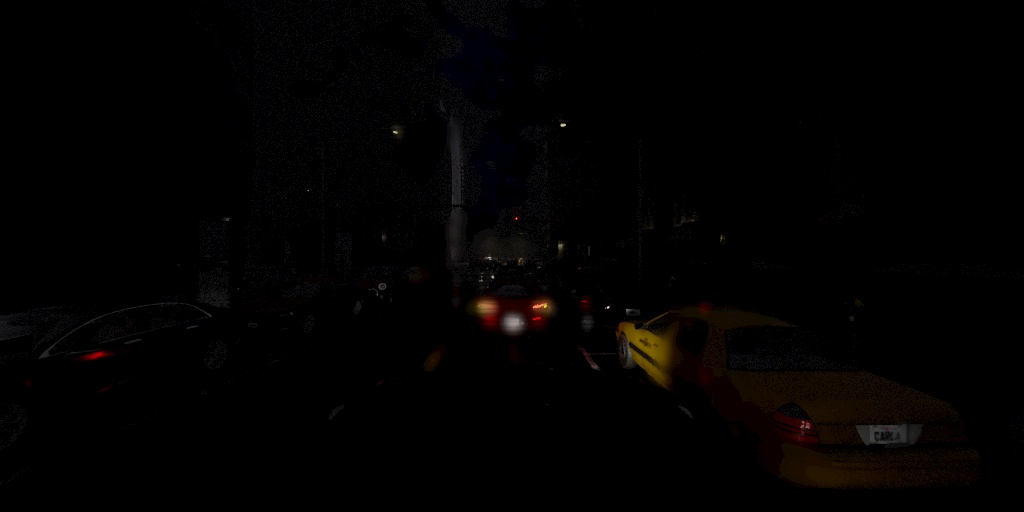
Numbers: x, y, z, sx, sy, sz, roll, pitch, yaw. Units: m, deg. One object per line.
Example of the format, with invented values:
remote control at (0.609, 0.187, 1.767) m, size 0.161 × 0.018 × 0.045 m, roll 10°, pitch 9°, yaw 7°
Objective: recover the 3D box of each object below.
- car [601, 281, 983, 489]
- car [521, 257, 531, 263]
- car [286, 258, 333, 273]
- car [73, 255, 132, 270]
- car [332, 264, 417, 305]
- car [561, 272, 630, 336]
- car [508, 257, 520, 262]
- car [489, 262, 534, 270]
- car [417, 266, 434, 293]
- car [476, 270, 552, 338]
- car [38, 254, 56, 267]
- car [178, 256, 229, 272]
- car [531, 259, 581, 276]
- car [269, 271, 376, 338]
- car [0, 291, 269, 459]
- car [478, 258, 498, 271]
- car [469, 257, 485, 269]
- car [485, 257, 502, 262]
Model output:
car at (2.760, 1.275, 4.939) m, size 1.751 × 1.417 × 4.829 m, roll 0°, pitch 0°, yaw 0°
car at (2.703, 1.201, 53.107) m, size 1.967 × 1.591 × 4.097 m, roll 0°, pitch 0°, yaw 0°
car at (-17.857, 0.936, 32.571) m, size 4.892 × 1.490 × 1.837 m, roll 1°, pitch 0°, yaw 0°
car at (-37.280, 0.622, 32.517) m, size 4.181 × 1.385 × 1.994 m, roll 1°, pitch 0°, yaw -1°
car at (-5.778, 1.190, 15.670) m, size 1.967 × 1.591 × 4.097 m, roll 0°, pitch 0°, yaw 0°
car at (2.754, 1.316, 10.225) m, size 1.948 × 1.339 × 4.313 m, roll 0°, pitch 0°, yaw 0°
car at (0.021, 1.367, 62.319) m, size 1.895 × 1.301 × 4.718 m, roll 0°, pitch 0°, yaw 0°
car at (-0.001, 1.256, 18.925) m, size 1.837 × 1.490 × 4.892 m, roll 0°, pitch 0°, yaw 0°
car at (-5.784, 1.277, 20.957) m, size 1.751 × 1.417 × 4.829 m, roll 0°, pitch 0°, yaw 0°
car at (0.061, 1.276, 10.059) m, size 1.812 × 1.442 × 4.674 m, roll 0°, pitch 0°, yaw 0°
car at (-48.228, 0.417, 35.630) m, size 4.181 × 1.385 × 1.994 m, roll 1°, pitch 0°, yaw 0°
car at (-27.357, 0.752, 32.542) m, size 4.892 × 1.490 × 1.837 m, roll 1°, pitch 0°, yaw 0°
car at (4.523, 1.218, 35.835) m, size 4.553 × 1.767 × 2.097 m, roll 1°, pitch 0°, yaw 0°
car at (-5.771, 1.295, 10.213) m, size 1.888 × 1.381 × 4.507 m, roll 0°, pitch 0°, yaw 0°
car at (-5.765, 1.300, 4.756) m, size 2.007 × 1.370 × 4.403 m, roll 0°, pitch 0°, yaw 0°
car at (-3.152, 1.285, 47.945) m, size 1.812 × 1.442 × 4.674 m, roll 0°, pitch 0°, yaw 0°
car at (-5.829, 1.079, 58.535) m, size 2.192 × 1.841 × 5.009 m, roll 0°, pitch 0°, yaw 0°
car at (-3.151, 1.328, 57.913) m, size 1.994 × 1.385 × 4.181 m, roll 0°, pitch 0°, yaw 0°
